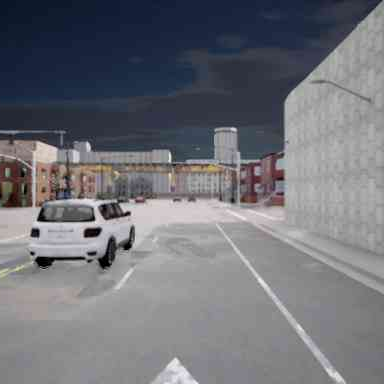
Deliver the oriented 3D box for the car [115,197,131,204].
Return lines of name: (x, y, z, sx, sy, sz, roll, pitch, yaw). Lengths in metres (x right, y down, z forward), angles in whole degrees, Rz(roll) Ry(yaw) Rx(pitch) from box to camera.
car: (-13.995, 1.698, 67.544, 2.033, 1.411, 5.357, 0, 0, 0)

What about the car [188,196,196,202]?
car: (0.006, 1.688, 78.113, 1.812, 1.442, 4.674, 0, 0, 0)

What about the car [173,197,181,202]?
car: (-3.494, 1.763, 78.139, 1.895, 1.301, 4.718, 0, 0, 0)

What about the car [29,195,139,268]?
car: (-3.466, 1.251, 11.521, 2.150, 2.045, 5.566, 0, 0, 0)

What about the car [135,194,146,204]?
car: (-10.495, 1.637, 67.765, 1.882, 1.535, 5.008, 0, 0, 0)

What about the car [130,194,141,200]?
car: (-13.994, 1.287, 82.878, 1.882, 1.535, 5.008, 0, 0, 0)
